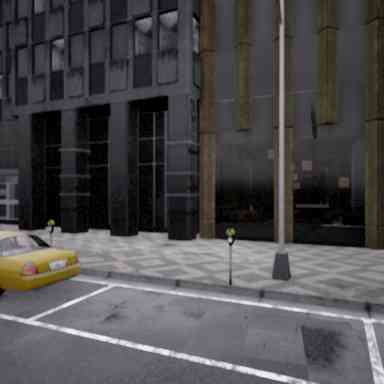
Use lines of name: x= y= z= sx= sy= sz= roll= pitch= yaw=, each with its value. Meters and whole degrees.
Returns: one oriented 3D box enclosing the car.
car: x=-4.993 y=1.521 z=8.099 sx=4.829 sy=1.417 sz=1.752 roll=0 pitch=0 yaw=24
